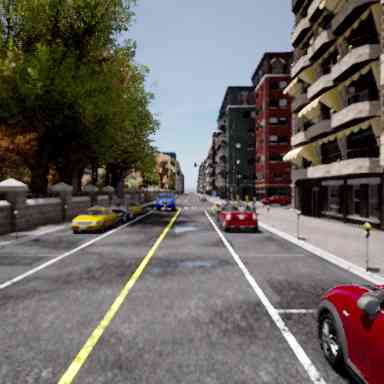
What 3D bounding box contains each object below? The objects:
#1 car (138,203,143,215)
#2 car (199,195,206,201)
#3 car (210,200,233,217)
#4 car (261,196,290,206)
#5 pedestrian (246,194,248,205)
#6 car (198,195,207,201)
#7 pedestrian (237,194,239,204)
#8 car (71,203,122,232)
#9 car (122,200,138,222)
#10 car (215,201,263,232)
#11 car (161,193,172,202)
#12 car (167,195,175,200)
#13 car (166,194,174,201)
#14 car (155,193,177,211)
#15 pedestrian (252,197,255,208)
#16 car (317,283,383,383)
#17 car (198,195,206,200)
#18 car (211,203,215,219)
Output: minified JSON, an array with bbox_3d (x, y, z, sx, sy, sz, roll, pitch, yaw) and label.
[{"bbox_3d":[-5.688,1.490,31.035,1.752,1.417,4.829,0,0,0],"label":"car"},{"bbox_3d":[2.698,1.492,85.841,1.887,1.381,4.507,0,0,0],"label":"car"},{"bbox_3d":[2.692,1.490,31.376,1.752,1.417,4.829,0,0,0],"label":"car"},{"bbox_3d":[14.622,1.540,58.196,5.009,1.841,2.192,1,-1,0],"label":"car"},{"bbox_3d":[7.141,1.175,43.390,0.375,1.860,0.375,0,0,0],"label":"pedestrian"},{"bbox_3d":[2.697,1.472,80.476,1.752,1.417,4.829,0,0,0],"label":"car"},{"bbox_3d":[6.140,1.102,44.590,0.375,1.860,0.375,0,0,0],"label":"pedestrian"},{"bbox_3d":[-5.689,1.499,19.774,1.752,1.417,4.829,0,0,0],"label":"car"},{"bbox_3d":[-5.688,1.519,25.575,2.008,1.369,4.403,0,0,0],"label":"car"},{"bbox_3d":[2.691,1.414,19.944,1.967,1.590,4.097,0,0,0],"label":"car"},{"bbox_3d":[-5.685,1.261,74.772,2.192,1.841,5.009,0,0,0],"label":"car"},{"bbox_3d":[-5.682,1.493,91.378,1.887,1.381,4.507,0,0,0],"label":"car"},{"bbox_3d":[-5.683,1.387,85.842,1.967,1.590,4.097,0,0,0],"label":"car"},{"bbox_3d":[-3.017,1.185,39.618,2.150,2.045,5.566,0,0,0],"label":"car"},{"bbox_3d":[8.141,1.330,43.990,0.375,1.860,0.375,0,0,0],"label":"pedestrian"},{"bbox_3d":[2.689,1.436,3.053,1.967,1.590,4.097,0,0,0],"label":"car"},{"bbox_3d":[2.698,1.499,91.377,2.008,1.369,4.403,0,0,0],"label":"car"},{"bbox_3d":[2.692,1.535,25.575,1.947,1.339,4.313,0,0,0],"label":"car"}]
